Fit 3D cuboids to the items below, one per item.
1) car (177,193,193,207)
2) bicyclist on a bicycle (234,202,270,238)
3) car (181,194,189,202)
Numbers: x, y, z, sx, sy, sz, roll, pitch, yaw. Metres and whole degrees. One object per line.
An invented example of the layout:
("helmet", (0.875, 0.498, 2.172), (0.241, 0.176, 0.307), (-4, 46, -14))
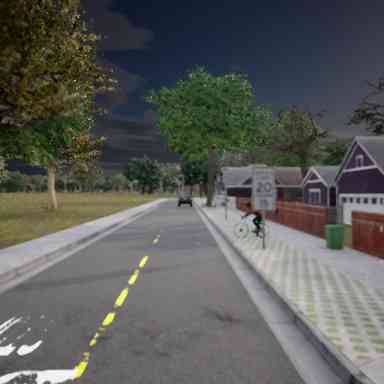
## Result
("car", (-1.035, 1.175, 50.202), (2.150, 2.045, 5.566), (0, 0, -1))
("bicyclist on a bicycle", (2.716, 1.281, 15.165), (1.656, 1.620, 0.582), (-1, 0, -1))
("car", (-1.558, 1.333, 74.941), (1.882, 1.535, 5.008), (0, 0, -1))
